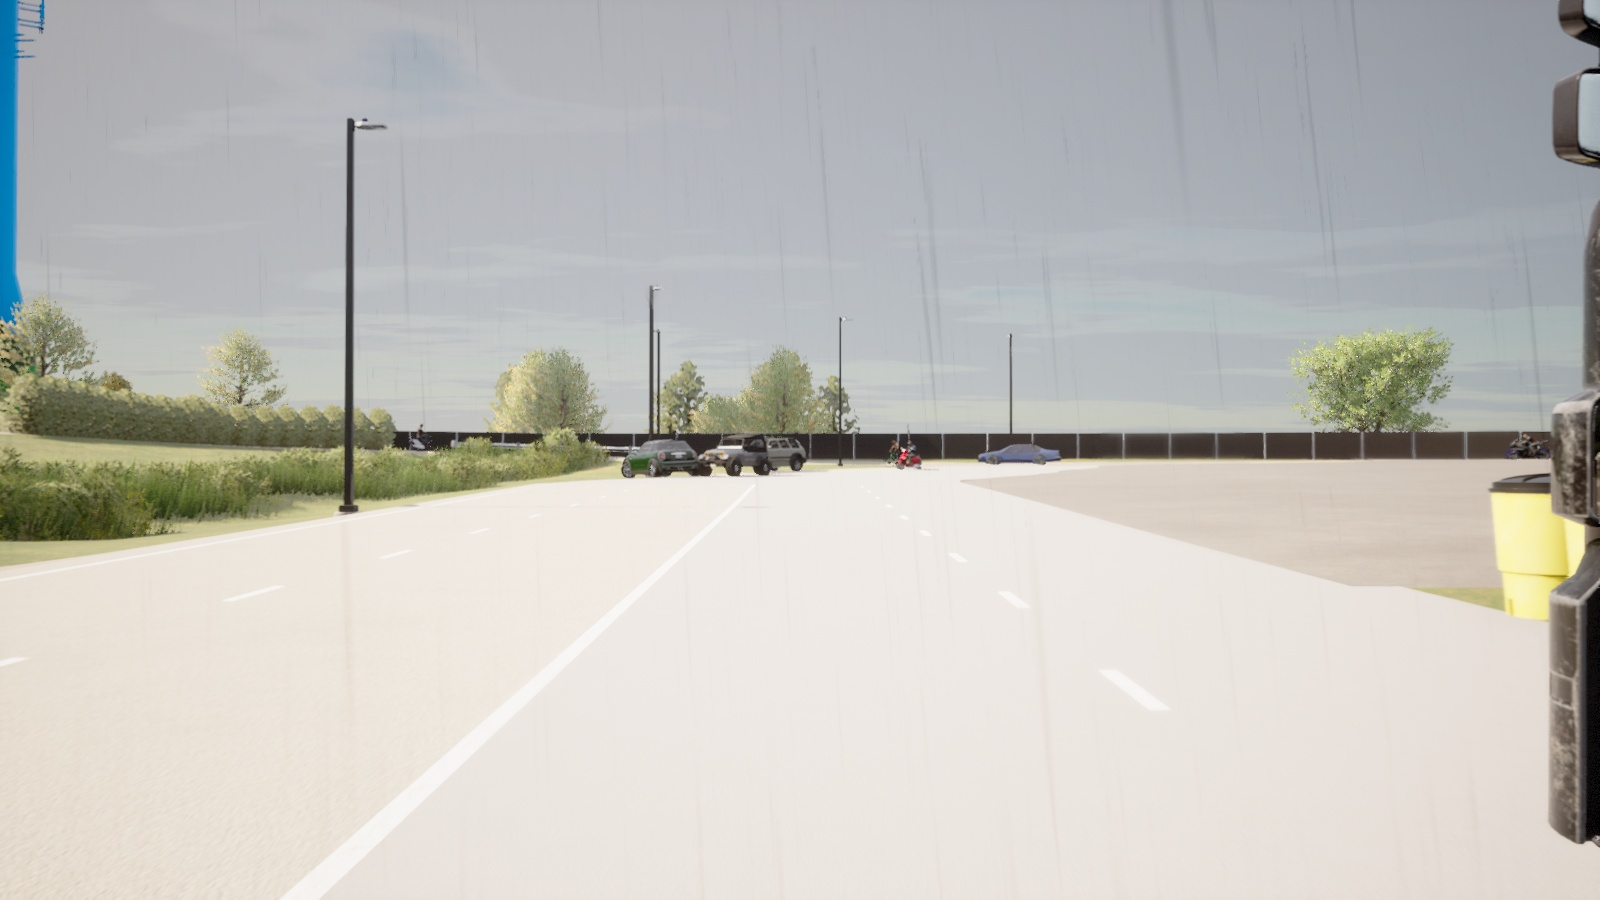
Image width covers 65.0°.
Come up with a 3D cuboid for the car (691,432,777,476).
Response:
[{"bbox_3d":[-2.900,0.203,55.858,1.905,1.878,3.866,-1,-1,32],"label":"car"}]

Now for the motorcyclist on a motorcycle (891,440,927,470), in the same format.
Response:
[{"bbox_3d":[5.887,0.279,67.809,1.817,1.590,0.866,-1,1,-39],"label":"motorcyclist on a motorcycle"}]

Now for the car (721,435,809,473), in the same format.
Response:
[{"bbox_3d":[-1.765,0.200,64.980,1.932,1.855,4.605,0,1,41],"label":"car"}]

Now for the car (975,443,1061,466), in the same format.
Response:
[{"bbox_3d":[14.107,0.323,81.091,5.357,1.411,2.033,0,-1,12],"label":"car"}]

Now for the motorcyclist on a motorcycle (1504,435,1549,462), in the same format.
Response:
[{"bbox_3d":[41.945,-0.099,72.498,2.191,1.530,0.866,0,0,26],"label":"motorcyclist on a motorcycle"}]

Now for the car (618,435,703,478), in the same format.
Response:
[{"bbox_3d":[-6.305,0.323,56.303,2.097,1.767,4.553,-3,0,-29],"label":"car"}]
